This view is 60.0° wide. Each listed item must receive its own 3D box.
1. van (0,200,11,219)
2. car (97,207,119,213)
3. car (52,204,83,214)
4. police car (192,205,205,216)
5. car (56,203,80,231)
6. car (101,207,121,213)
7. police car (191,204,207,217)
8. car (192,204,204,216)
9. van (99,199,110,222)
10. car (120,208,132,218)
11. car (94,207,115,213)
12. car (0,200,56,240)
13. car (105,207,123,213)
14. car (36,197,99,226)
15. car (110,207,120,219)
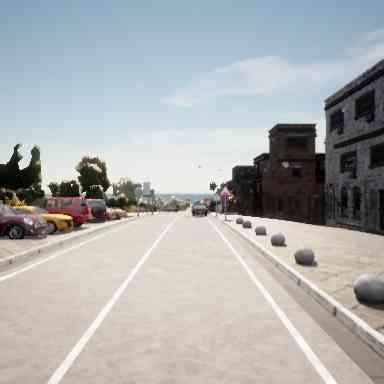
[{"bbox_3d":[-21.705,1.828,34.892,4.442,1.987,1.878,0,-2,0],"label":"van"},{"bbox_3d":[-21.783,4.672,86.392,4.892,1.521,2.231,0,-3,0],"label":"car"},{"bbox_3d":[-21.941,3.067,58.827,4.553,1.767,2.185,0,-3,0],"label":"car"},{"bbox_3d":[1.023,2.939,53.654,1.930,1.638,5.238,0,-3,0],"label":"police car"},{"bbox_3d":[-9.469,1.578,19.233,5.008,1.535,2.097,0,-1,-1],"label":"car"},{"bbox_3d":[-21.779,4.847,89.661,5.008,1.535,2.097,0,-3,0],"label":"car"},{"bbox_3d":[0.997,2.407,43.657,1.930,1.638,5.238,0,-3,0],"label":"police car"},{"bbox_3d":[1.041,3.138,59.574,2.150,2.045,5.566,0,-3,0],"label":"car"},{"bbox_3d":[-9.641,1.601,28.345,4.442,1.987,1.878,0,-2,0],"label":"van"},{"bbox_3d":[-9.366,2.028,34.290,5.366,1.575,1.946,0,-2,0],"label":"car"},{"bbox_3d":[-21.800,4.536,83.119,4.674,1.452,2.002,0,-3,0],"label":"car"},{"bbox_3d":[-9.469,1.381,16.201,4.553,1.767,2.185,0,-1,-1],"label":"car"},{"bbox_3d":[-21.758,5.055,92.803,4.674,1.452,2.002,0,-3,0],"label":"car"},{"bbox_3d":[-9.519,1.395,22.156,5.566,2.045,2.435,0,-2,0],"label":"car"},{"bbox_3d":[-9.569,1.800,31.377,4.553,1.767,2.185,0,-2,0],"label":"car"}]
